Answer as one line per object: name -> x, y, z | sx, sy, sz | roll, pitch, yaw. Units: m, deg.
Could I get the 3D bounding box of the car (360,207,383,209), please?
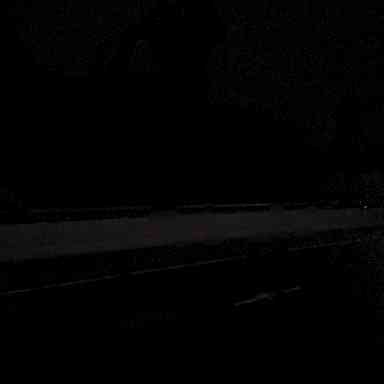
car -> 21.045, 1.227, 36.718 | 5.566, 2.045, 2.150 | 0, 0, -25

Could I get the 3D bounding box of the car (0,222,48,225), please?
car -> -8.812, 1.491, 14.853 | 4.902, 1.511, 2.128 | 0, 0, -35

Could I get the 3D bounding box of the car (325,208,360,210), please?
car -> 16.404, 1.553, 38.381 | 5.357, 1.411, 2.033 | 0, 0, -26
